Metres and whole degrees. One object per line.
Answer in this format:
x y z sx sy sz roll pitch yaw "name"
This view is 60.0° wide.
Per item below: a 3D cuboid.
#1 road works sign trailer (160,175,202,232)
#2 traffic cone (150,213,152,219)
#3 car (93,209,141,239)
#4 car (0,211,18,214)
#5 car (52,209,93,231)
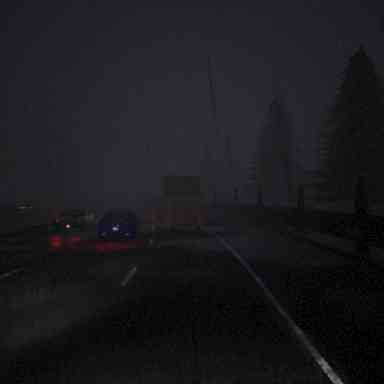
-0.674 0.705 22.168 2.380 3.560 2.880 0 -1 -10 "road works sign trailer"
-3.297 2.268 28.809 0.340 0.580 0.340 0 -1 -10 "traffic cone"
-3.998 1.682 18.791 1.882 1.535 5.008 0 -1 -5 "car"
-16.392 1.866 29.392 2.033 1.411 5.357 0 -1 -12 "car"
-7.949 1.848 22.763 1.895 1.301 4.718 0 -1 -7 "car"
